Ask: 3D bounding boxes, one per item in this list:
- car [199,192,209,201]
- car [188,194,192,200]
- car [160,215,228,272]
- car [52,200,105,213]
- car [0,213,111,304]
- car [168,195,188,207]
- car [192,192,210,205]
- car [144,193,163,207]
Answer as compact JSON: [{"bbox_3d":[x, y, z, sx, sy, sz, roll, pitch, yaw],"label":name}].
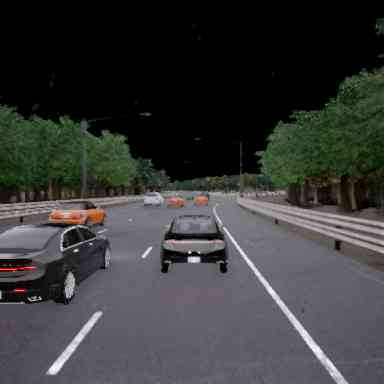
[{"bbox_3d":[2.897,0.987,76.339,2.150,2.045,5.566,0,0,4],"label":"car"},{"bbox_3d":[-0.313,1.259,81.186,2.128,1.511,4.902,0,0,4],"label":"car"},{"bbox_3d":[0.081,1.477,10.745,2.128,1.511,4.902,0,0,1],"label":"car"},{"bbox_3d":[-6.683,1.316,19.934,2.097,1.767,4.553,0,0,1],"label":"car"},{"bbox_3d":[-3.357,1.493,8.096,1.837,1.490,4.892,0,0,1],"label":"car"},{"bbox_3d":[-2.158,1.245,48.393,2.097,1.767,4.553,0,0,3],"label":"car"},{"bbox_3d":[1.578,1.224,54.422,2.097,1.767,4.553,0,0,3],"label":"car"},{"bbox_3d":[-5.642,1.107,49.670,2.150,2.045,5.566,0,0,3],"label":"car"}]
